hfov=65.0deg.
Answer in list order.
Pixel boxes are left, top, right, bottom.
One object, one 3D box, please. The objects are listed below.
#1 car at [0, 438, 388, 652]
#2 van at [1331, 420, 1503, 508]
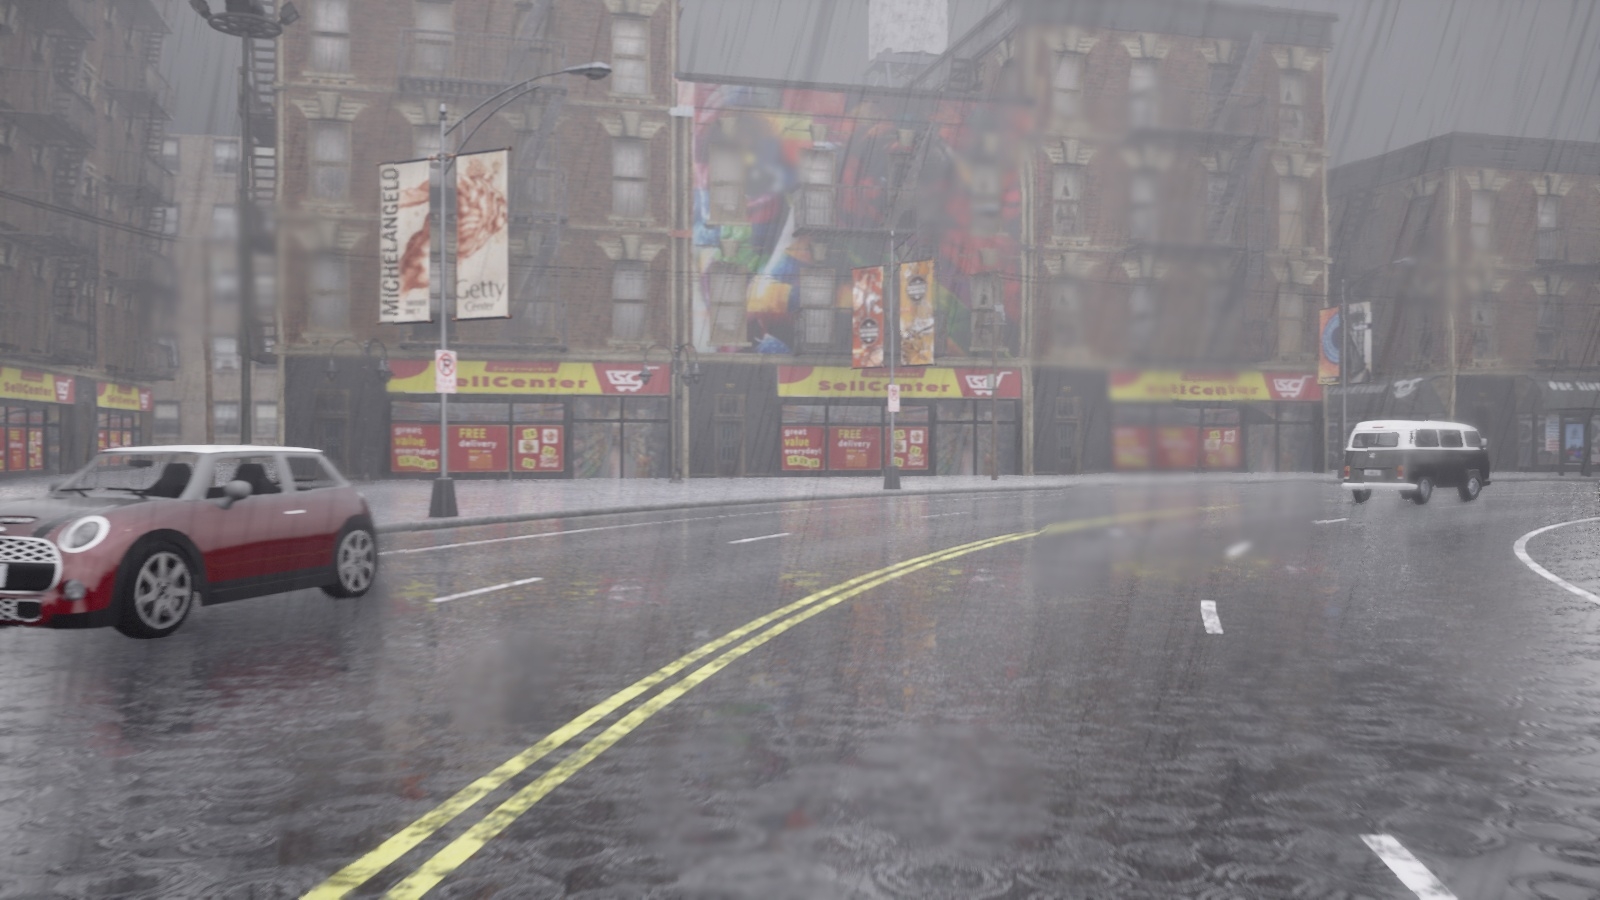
[{"bbox_3d":[-5.484,0.642,10.736,1.970,1.475,3.806,0,0,15],"label":"car"},{"bbox_3d":[15.335,0.320,31.121,4.480,2.038,2.069,0,0,-38],"label":"van"}]
